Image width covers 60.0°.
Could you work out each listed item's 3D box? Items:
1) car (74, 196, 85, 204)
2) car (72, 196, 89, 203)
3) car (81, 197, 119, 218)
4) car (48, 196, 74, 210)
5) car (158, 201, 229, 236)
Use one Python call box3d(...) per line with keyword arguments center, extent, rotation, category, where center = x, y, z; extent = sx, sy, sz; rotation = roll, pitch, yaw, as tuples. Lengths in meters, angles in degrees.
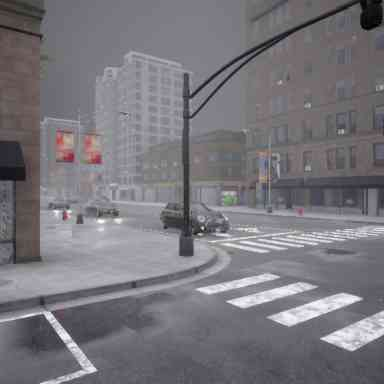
box3d(center=(-21.393, 1.450, 59.649), extent=(2.033, 1.411, 5.357), rotation=(0, 0, -36), category="car")
box3d(center=(-22.228, 1.452, 66.335), extent=(1.994, 1.385, 4.181), rotation=(0, 0, -36), category="car")
box3d(center=(-8.173, 1.467, 29.917), extent=(1.837, 1.490, 4.892), rotation=(0, 0, -36), category="car")
box3d(center=(-16.770, 1.442, 41.863), extent=(1.837, 1.490, 4.892), rotation=(0, 0, -36), category="car")
box3d(center=(0.005, 1.333, 18.601), extent=(2.097, 1.767, 4.553), rotation=(0, 0, -36), category="car")
